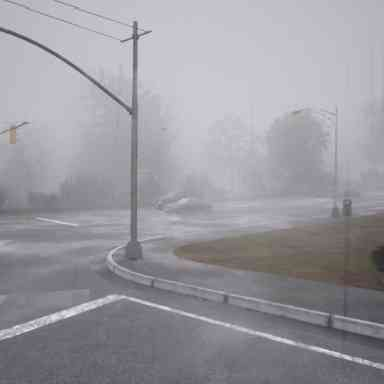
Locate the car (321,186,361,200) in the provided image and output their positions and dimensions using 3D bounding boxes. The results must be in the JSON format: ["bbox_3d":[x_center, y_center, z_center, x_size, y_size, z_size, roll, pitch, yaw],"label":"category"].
[{"bbox_3d":[19.077,0.128,41.769,4.902,1.511,2.128,-3,2,-28],"label":"car"}]

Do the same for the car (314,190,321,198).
[{"bbox_3d":[18.913,0.012,45.636,4.892,1.490,1.837,-3,2,-27],"label":"car"}]

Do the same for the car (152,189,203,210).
[{"bbox_3d":[-1.164,0.795,32.617,5.566,2.045,2.150,-2,2,-38],"label":"car"}]

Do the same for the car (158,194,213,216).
[{"bbox_3d":[-0.242,1.183,28.845,4.674,1.442,1.812,-2,2,-39],"label":"car"}]
